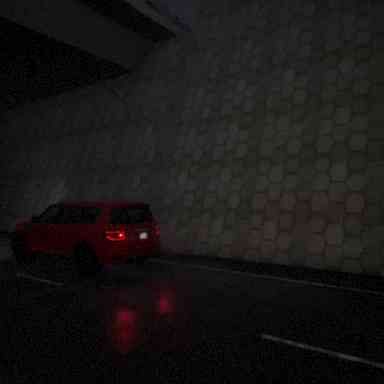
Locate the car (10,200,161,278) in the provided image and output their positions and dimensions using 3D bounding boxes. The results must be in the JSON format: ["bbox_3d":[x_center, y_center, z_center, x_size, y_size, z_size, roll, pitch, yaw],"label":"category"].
[{"bbox_3d":[-3.518,1.281,10.610,5.566,2.045,2.150,0,0,35],"label":"car"}]
